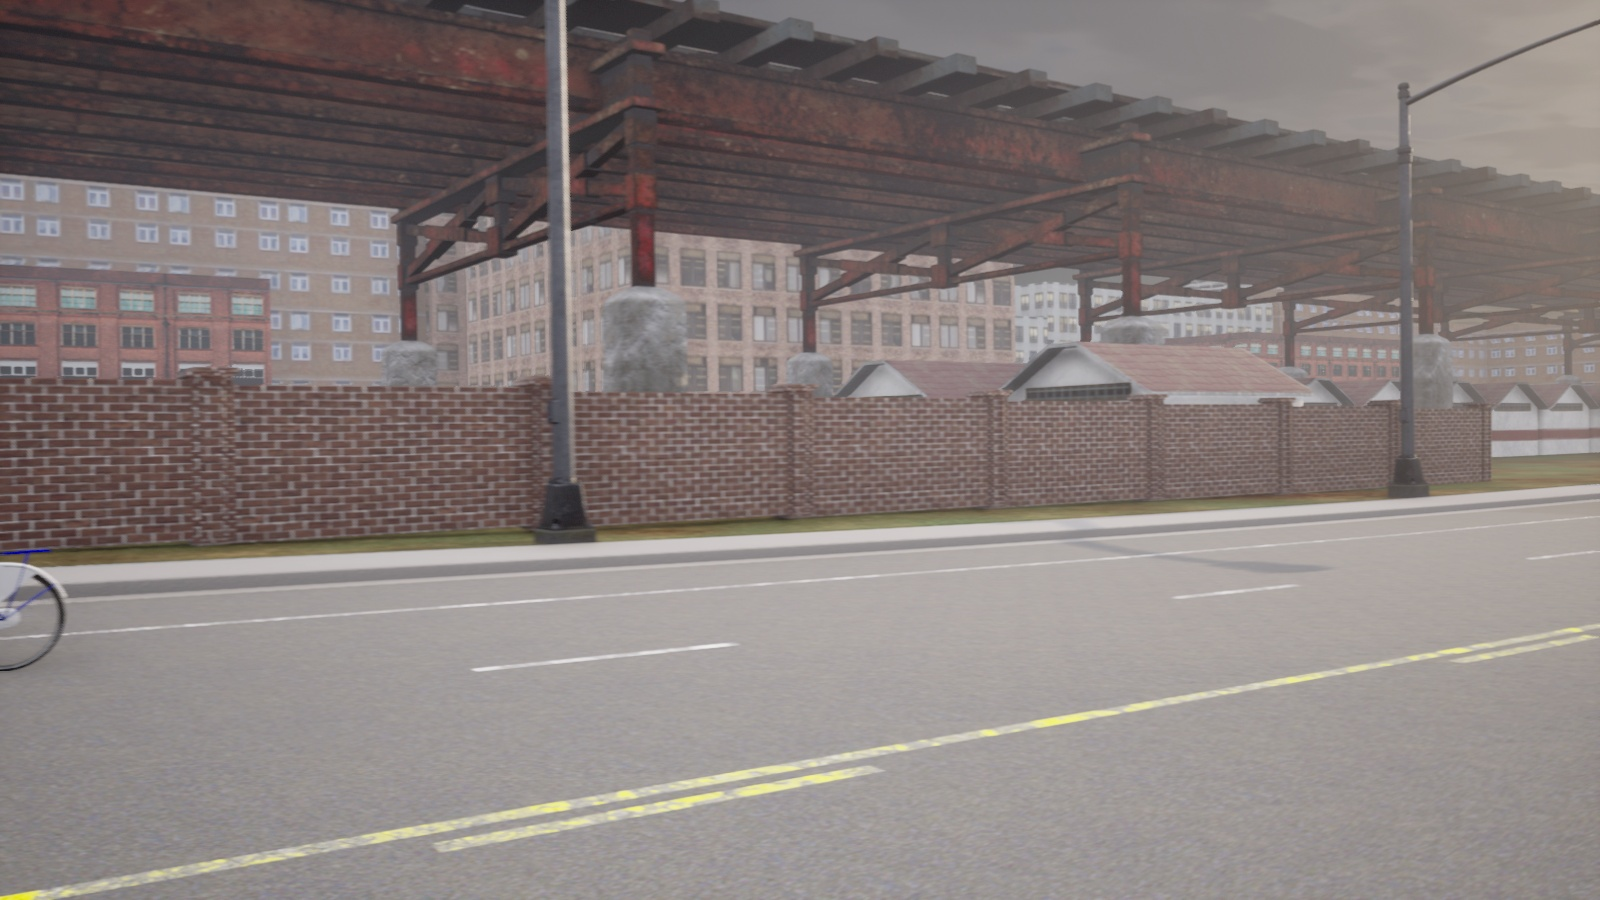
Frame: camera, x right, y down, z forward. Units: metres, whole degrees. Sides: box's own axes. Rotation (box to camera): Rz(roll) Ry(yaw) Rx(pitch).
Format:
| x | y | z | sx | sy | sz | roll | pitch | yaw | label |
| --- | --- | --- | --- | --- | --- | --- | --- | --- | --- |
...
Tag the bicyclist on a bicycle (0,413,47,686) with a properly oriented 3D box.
| x | y | z | sx | sy | sz | roll | pitch | yaw | label |
| --- | --- | --- | --- | --- | --- | --- | --- | --- | --- |
| -5.933 | 0.649 | 8.059 | 1.843 | 1.776 | 0.659 | 0 | 0 | -35 | bicyclist on a bicycle |
